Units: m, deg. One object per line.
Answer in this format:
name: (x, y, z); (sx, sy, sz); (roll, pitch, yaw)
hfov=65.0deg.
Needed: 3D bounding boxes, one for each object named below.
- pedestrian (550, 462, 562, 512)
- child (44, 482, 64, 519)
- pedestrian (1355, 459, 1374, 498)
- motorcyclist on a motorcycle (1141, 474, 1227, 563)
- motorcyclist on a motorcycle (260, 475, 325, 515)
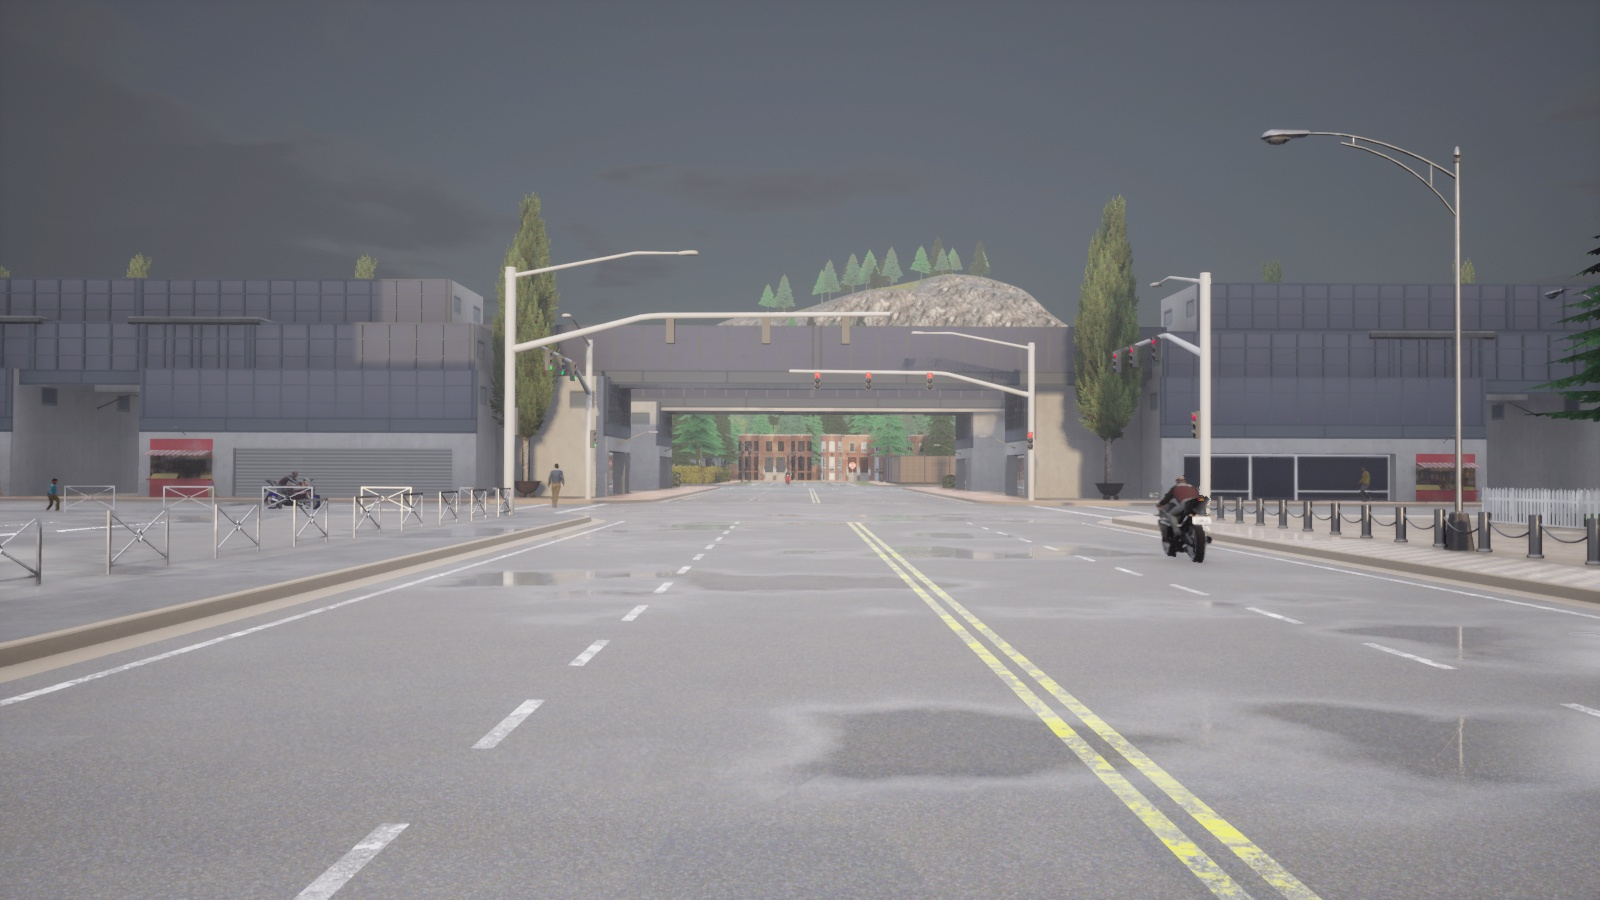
pedestrian: (-9.776, 1.477, 50.303); (0.423, 1.949, 0.788); (0, -1, -7)
child: (-24.260, 1.634, 40.822); (0.448, 1.192, 0.343); (0, -1, 14)
pedestrian: (27.256, 1.380, 60.613); (0.709, 1.840, 0.431); (0, -1, 0)
motorcyclist on a motorcycle: (6.925, 1.204, 22.772); (0.866, 1.530, 2.191); (0, -1, 0)
motorcyclist on a motorcycle: (-19.648, 1.744, 48.641); (2.191, 1.530, 0.866); (0, -1, 1)
